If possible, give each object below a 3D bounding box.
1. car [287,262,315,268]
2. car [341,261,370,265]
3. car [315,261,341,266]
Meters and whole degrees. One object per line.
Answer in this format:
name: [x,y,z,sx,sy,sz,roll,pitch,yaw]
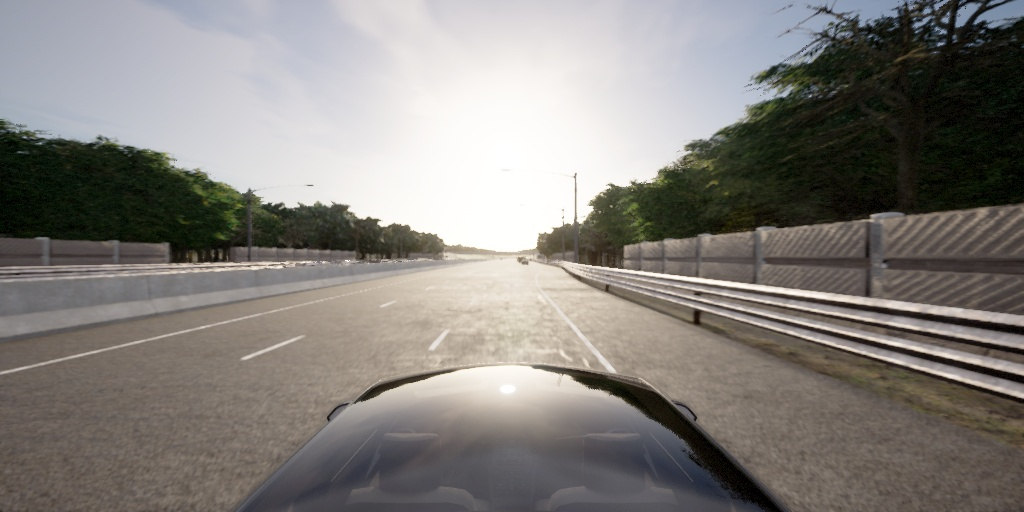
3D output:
car: [-24.549,1.457,42.648,1.895,1.301,4.718,0,0,1]
car: [-17.565,1.454,41.677,1.895,1.301,4.718,0,0,0]
car: [-21.051,1.348,43.183,2.128,1.511,4.902,0,0,0]
